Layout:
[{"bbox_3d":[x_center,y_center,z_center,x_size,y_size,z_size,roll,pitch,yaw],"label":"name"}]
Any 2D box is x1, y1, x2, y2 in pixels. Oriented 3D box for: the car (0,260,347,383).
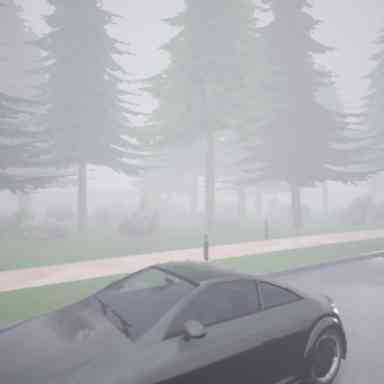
[{"bbox_3d":[-0.140,1.563,3.785,4.181,1.385,1.994,0,0,-34],"label":"car"}]
